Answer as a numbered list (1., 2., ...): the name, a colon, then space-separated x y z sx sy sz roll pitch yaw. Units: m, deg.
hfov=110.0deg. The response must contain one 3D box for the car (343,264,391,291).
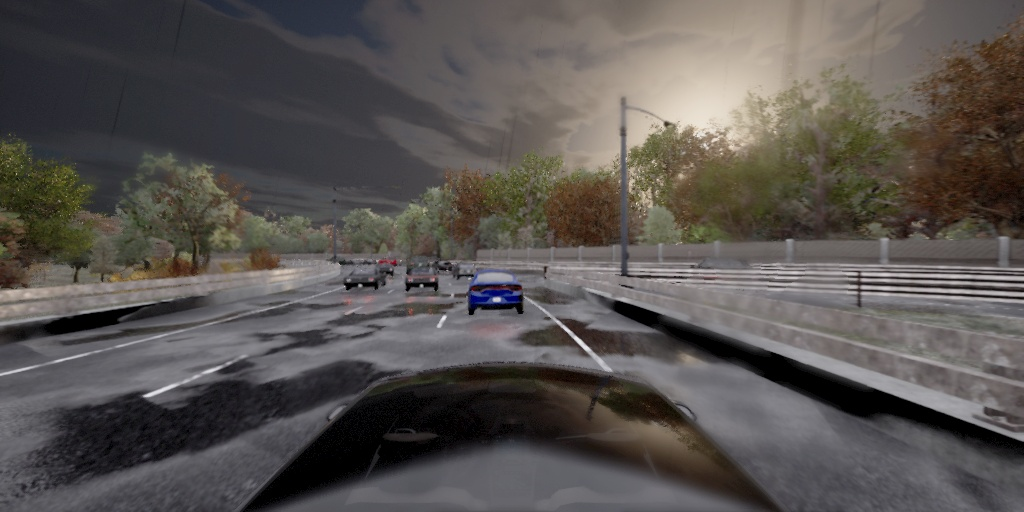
1. car: -9.174 1.416 22.830 1.895 1.301 4.718 0 0 -11

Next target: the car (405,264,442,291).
1. car: -5.530 1.394 22.455 1.895 1.301 4.718 0 0 -11

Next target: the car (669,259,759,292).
1. car: 11.673 0.931 20.931 4.553 1.767 2.097 1 1 40

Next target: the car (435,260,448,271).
1. car: -9.211 1.293 46.812 1.837 1.490 4.892 -1 0 -28

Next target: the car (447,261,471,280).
1. car: -4.269 1.336 32.113 2.033 1.411 5.357 0 0 -16

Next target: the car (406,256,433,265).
1. car: -10.272 1.050 39.289 2.150 2.045 5.566 0 0 -19

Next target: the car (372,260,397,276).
1. car: -13.713 1.451 38.506 1.895 1.301 4.718 0 0 -20

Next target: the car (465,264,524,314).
1. car: -0.701 1.237 13.884 1.882 1.535 5.008 0 0 -5
